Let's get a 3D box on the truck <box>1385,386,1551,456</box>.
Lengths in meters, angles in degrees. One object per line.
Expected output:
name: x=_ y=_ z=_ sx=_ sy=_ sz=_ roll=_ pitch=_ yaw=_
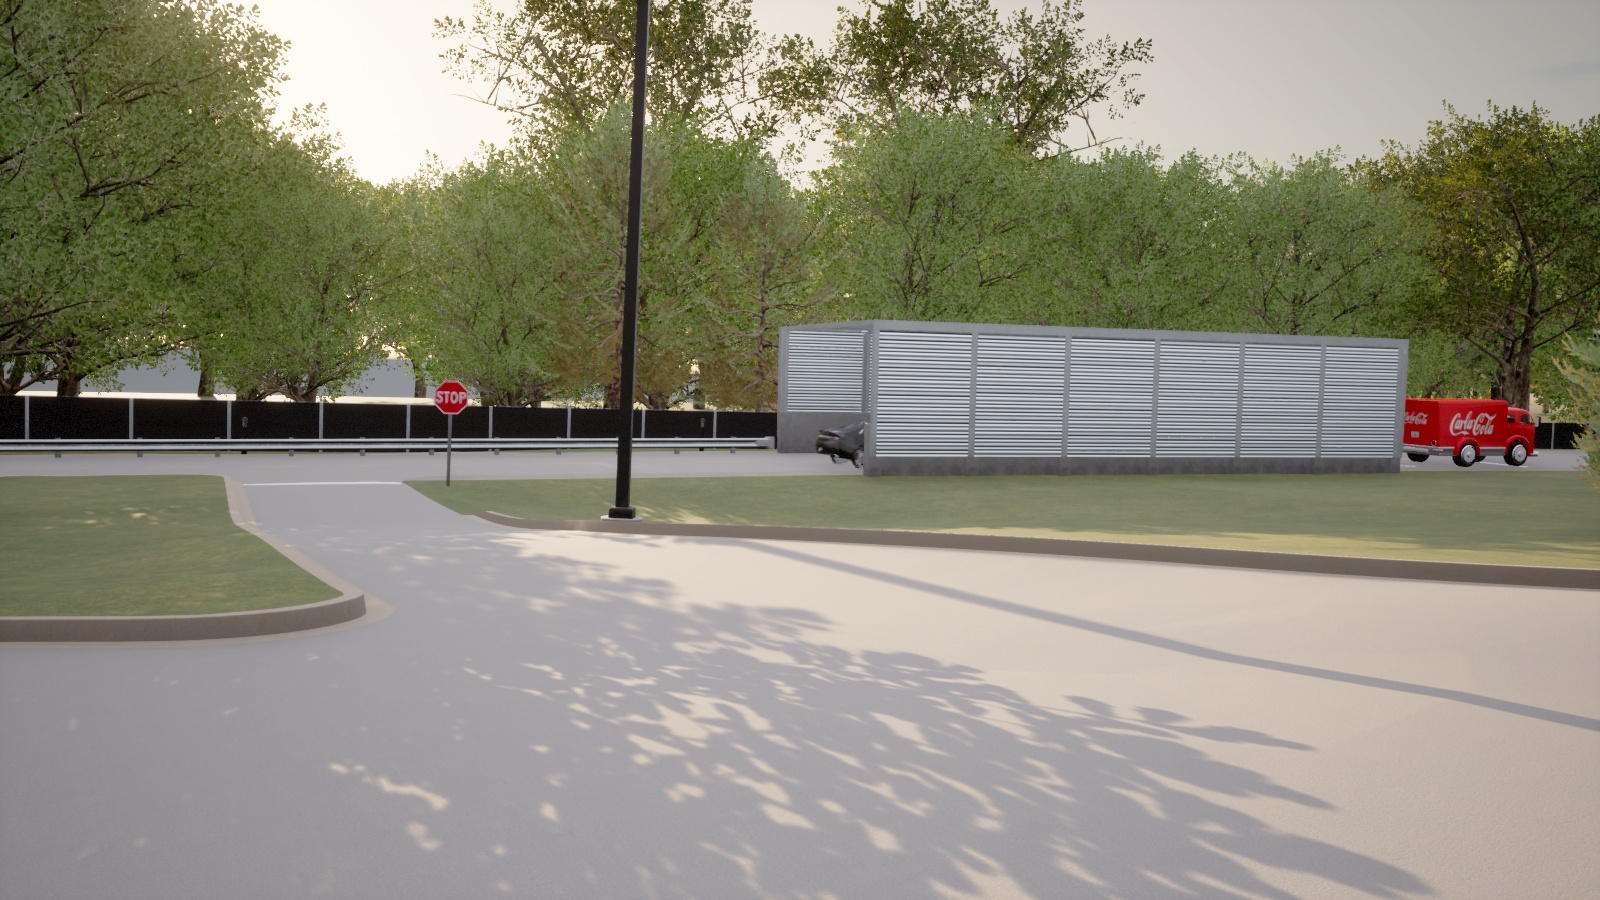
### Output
truck: x=25.175 y=-1.147 z=47.368 sx=5.204 sy=2.467 sz=2.627 roll=-1 pitch=4 yaw=-19

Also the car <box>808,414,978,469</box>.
car: x=2.937 y=-0.307 z=39.633 sx=4.902 sy=1.511 sz=2.128 roll=-1 pitch=4 yaw=-22
